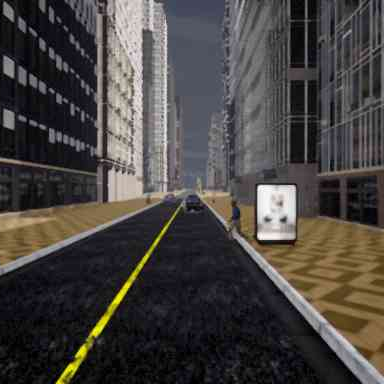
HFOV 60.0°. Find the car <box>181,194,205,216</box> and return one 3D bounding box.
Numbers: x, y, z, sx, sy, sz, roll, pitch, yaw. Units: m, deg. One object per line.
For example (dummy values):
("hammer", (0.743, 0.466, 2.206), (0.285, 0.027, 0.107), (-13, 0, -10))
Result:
("car", (0.077, 1.195, 28.470), (2.128, 1.511, 4.902), (0, 1, 0))

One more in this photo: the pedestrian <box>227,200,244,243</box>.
("pedestrian", (1.775, 1.151, 13.591), (0.375, 1.860, 0.375), (0, 0, -5))

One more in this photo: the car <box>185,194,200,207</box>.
("car", (0.088, 1.047, 43.979), (1.837, 1.490, 4.892), (0, 1, 0))

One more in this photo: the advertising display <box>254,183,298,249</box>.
("advertising display", (3.135, 0.895, 12.438), (1.540, 2.440, 0.280), (0, 0, 0))

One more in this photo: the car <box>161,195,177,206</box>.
("car", (-3.056, 1.077, 45.039), (2.033, 1.411, 5.357), (0, 1, 0))
